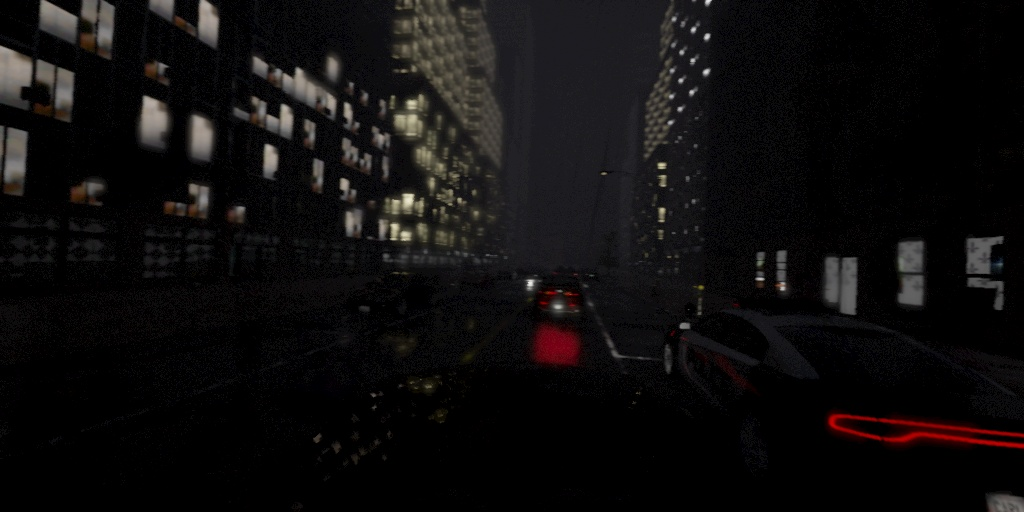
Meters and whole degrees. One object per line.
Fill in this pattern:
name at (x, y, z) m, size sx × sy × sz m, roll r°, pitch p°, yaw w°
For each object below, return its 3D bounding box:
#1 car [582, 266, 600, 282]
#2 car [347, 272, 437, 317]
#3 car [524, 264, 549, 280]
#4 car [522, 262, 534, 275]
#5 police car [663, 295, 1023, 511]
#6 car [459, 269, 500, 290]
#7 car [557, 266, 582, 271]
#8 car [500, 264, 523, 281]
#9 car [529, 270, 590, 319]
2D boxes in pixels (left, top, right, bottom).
car at (8.705, 2.134, 39.798) m, size 1.948 × 1.339 × 4.313 m, roll 0°, pitch 0°, yaw 9°
car at (-4.157, 1.280, 13.088) m, size 1.948 × 1.339 × 4.313 m, roll 0°, pitch 0°, yaw 9°
car at (2.828, 1.880, 39.285) m, size 1.994 × 1.385 × 4.181 m, roll 2°, pitch -1°, yaw 10°
car at (1.364, 1.888, 46.787) m, size 1.888 × 1.381 × 4.507 m, roll 0°, pitch 0°, yaw 9°
police car at (3.439, 1.355, 4.719) m, size 1.930 × 1.638 × 5.238 m, roll 2°, pitch -1°, yaw 9°
car at (-2.317, 1.507, 24.320) m, size 1.802 × 1.307 × 4.207 m, roll 0°, pitch 0°, yaw 9°
car at (4.645, 1.644, 30.809) m, size 2.097 × 1.767 × 4.553 m, roll 2°, pitch -1°, yaw 9°
car at (-0.477, 1.685, 35.554) m, size 2.007 × 1.370 × 4.403 m, roll 0°, pitch 0°, yaw 9°
car at (1.942, 1.488, 14.353) m, size 1.837 × 1.490 × 4.892 m, roll 2°, pitch -1°, yaw 9°
